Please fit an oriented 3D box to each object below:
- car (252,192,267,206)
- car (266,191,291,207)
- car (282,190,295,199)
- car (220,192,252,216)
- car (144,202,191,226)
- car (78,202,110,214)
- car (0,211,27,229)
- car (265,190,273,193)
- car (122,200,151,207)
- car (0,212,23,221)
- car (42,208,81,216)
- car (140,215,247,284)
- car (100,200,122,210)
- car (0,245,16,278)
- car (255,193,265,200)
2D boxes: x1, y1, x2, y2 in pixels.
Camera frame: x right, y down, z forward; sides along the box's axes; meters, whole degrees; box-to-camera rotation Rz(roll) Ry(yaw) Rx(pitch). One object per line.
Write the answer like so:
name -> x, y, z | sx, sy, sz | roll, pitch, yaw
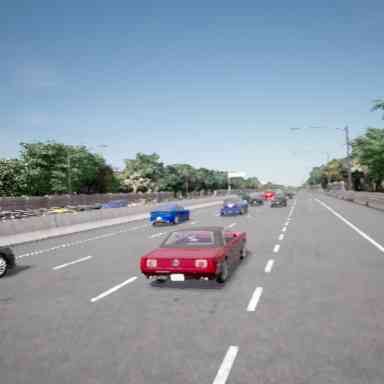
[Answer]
car -> 9.498, 1.237, 48.772 | 1.812, 1.442, 4.674 | -3, 0, 18
car -> 11.268, 1.064, 42.932 | 2.128, 1.511, 4.902 | -3, 0, 18
car -> 20.545, 0.726, 71.460 | 1.837, 1.490, 4.892 | -3, 0, 18
car -> 4.198, 1.275, 32.583 | 2.097, 1.767, 4.553 | -3, 0, 18
car -> -1.587, 1.705, 26.144 | 1.882, 1.535, 5.008 | -3, 0, 18
car -> -13.449, 2.236, 46.092 | 1.895, 1.301, 4.718 | -3, 0, 18
car -> -18.302, 2.737, 31.457 | 1.837, 1.490, 4.892 | -3, -1, 19
car -> 16.302, 0.683, 69.760 | 2.150, 2.045, 5.566 | -3, 0, 18
car -> -6.806, 1.720, 43.944 | 1.882, 1.535, 5.008 | -3, 0, 18
car -> -16.121, 2.643, 26.947 | 1.994, 1.385, 4.181 | -3, 0, 18
car -> -11.759, 2.313, 29.023 | 1.882, 1.535, 5.008 | -3, 0, 19
car -> 0.359, 1.630, 9.704 | 1.895, 1.301, 4.718 | -3, 0, 18
car -> -10.123, 2.155, 44.999 | 2.150, 2.045, 5.566 | -3, 0, 18
car -> -7.223, 1.975, 9.065 | 1.837, 1.490, 4.892 | -3, 0, 18
car -> 17.008, 1.037, 83.184 | 1.812, 1.442, 4.674 | -3, 0, 18
